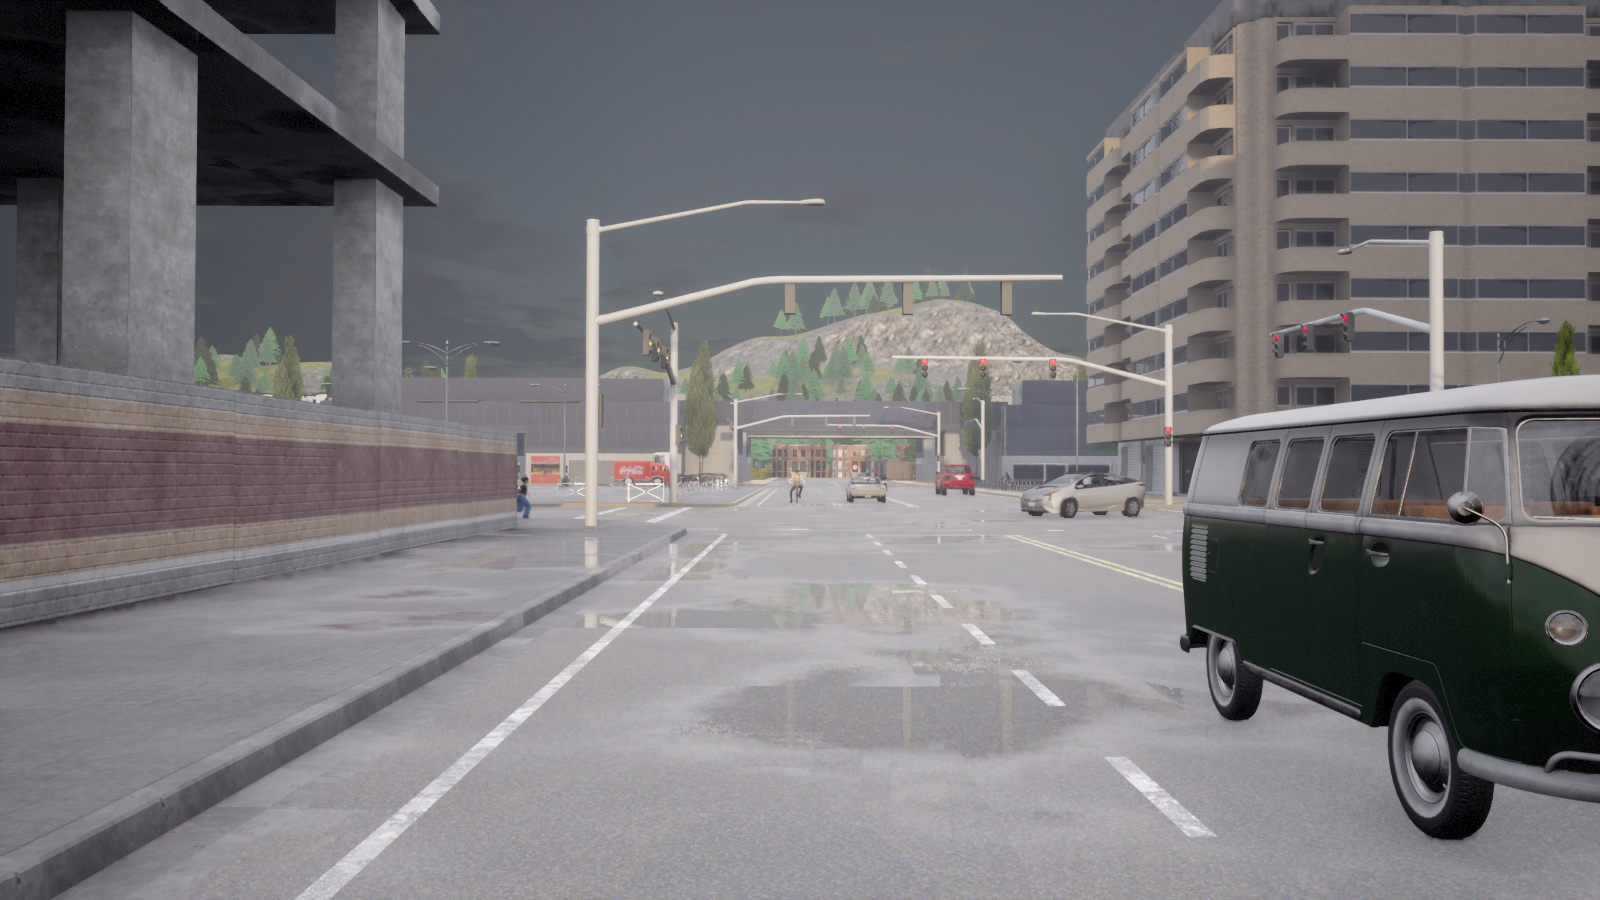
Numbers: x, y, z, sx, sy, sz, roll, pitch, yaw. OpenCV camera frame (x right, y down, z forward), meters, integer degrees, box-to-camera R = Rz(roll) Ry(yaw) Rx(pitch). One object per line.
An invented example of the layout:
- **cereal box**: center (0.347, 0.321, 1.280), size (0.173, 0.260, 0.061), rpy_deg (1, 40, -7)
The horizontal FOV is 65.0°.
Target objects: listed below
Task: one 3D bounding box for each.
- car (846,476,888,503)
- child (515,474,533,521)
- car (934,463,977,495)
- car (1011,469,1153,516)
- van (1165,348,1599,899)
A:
- **car**: center (3.361, 1.973, 63.964), size (1.895, 1.301, 4.718), rpy_deg (0, -1, 0)
- **child**: center (-7.598, 1.303, 34.589), size (0.437, 1.263, 0.270), rpy_deg (0, -1, -29)
- **car**: center (10.316, 1.894, 83.700), size (2.150, 2.045, 5.566), rpy_deg (0, -1, 0)
- **car**: center (9.600, 1.408, 42.714), size (4.514, 1.525, 2.007), rpy_deg (0, -1, -29)
- **van**: center (3.485, 0.665, 6.680), size (1.775, 1.987, 4.442), rpy_deg (0, -1, 0)
